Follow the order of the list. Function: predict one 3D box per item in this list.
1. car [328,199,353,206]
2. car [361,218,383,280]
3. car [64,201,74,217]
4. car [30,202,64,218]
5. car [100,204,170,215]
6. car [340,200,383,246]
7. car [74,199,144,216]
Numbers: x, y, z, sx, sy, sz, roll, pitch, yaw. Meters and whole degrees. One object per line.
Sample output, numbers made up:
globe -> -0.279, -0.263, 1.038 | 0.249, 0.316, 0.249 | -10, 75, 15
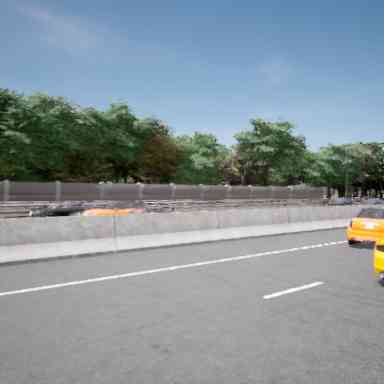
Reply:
car -> 22.938, 1.718, 50.390 | 5.357, 1.411, 2.033 | 0, 0, -35
car -> 6.695, 1.509, 8.639 | 5.008, 1.535, 1.882 | 0, 0, -36
car -> -6.957, 1.594, 24.815 | 4.181, 1.385, 1.994 | 0, 0, -35
car -> -10.295, 1.518, 26.735 | 4.902, 1.511, 2.128 | 0, 0, -35
car -> -2.753, 1.593, 19.216 | 4.181, 1.385, 1.994 | 0, 0, -35
car -> 8.781, 1.400, 14.429 | 4.553, 1.767, 2.097 | 0, 0, -36
car -> -4.969, 1.382, 21.935 | 4.553, 1.767, 2.097 | 0, 0, -35
